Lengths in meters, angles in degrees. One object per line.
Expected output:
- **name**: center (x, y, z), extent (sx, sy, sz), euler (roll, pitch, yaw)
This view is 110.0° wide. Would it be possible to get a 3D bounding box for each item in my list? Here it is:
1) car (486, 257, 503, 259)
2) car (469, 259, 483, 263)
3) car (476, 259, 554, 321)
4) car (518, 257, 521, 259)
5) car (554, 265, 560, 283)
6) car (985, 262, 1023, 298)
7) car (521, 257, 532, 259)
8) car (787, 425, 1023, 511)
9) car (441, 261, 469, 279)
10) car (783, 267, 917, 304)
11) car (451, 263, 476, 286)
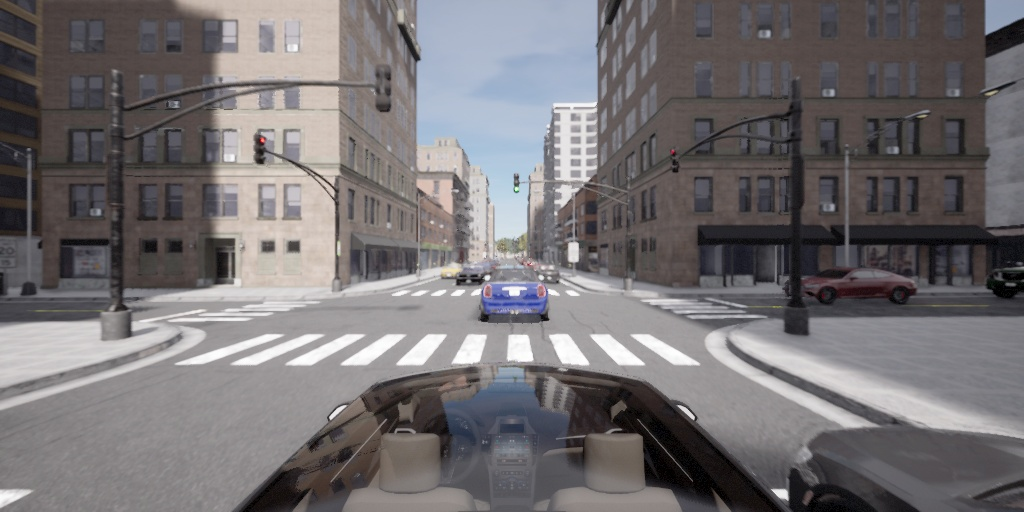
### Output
- **car**: center (-2.793, 1.295, 56.179), extent (1.837, 1.490, 4.892), euler (0, 0, 1)
- **car**: center (-2.844, 1.325, 35.768), extent (2.033, 1.411, 5.357), euler (0, 0, 1)
- **car**: center (0.082, 1.102, 12.640), extent (2.097, 1.767, 4.553), euler (0, 0, 0)
- **car**: center (2.638, 1.108, 61.530), extent (2.192, 1.841, 5.009), euler (0, 0, 0)
- **car**: center (2.638, 1.322, 27.439), extent (2.007, 1.370, 4.403), euler (0, 0, 0)
- **car**: center (23.912, 0.845, 15.220), extent (5.566, 2.045, 2.150), euler (0, 0, 0)
- **car**: center (2.638, 1.227, 50.166), extent (1.967, 1.591, 4.097), euler (0, 0, 0)
- **car**: center (2.640, 1.300, 0.563), extent (2.007, 1.370, 4.403), euler (0, 0, 0)
- **car**: center (-5.387, 1.301, 32.950), extent (1.751, 1.417, 4.829), euler (0, 0, 0)
- **car**: center (14.216, 1.200, 15.201), extent (4.674, 1.442, 1.812), euler (0, 0, 2)
- **car**: center (-2.861, 1.371, 26.026), extent (1.895, 1.301, 4.718), euler (0, 0, 1)
